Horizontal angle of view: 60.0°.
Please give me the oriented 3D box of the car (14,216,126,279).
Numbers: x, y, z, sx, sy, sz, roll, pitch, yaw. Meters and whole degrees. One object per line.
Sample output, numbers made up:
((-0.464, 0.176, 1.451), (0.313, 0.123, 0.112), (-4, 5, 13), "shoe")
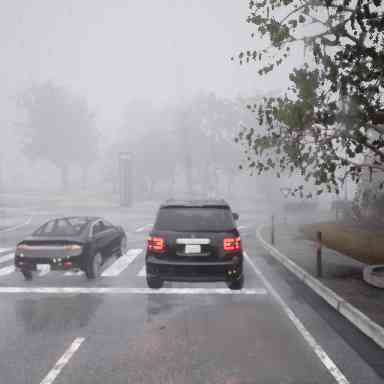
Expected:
((-3.286, 1.465, 9.921), (2.128, 1.511, 4.902), (0, 0, 1), "car")

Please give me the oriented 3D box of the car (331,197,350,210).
((17.577, 1.286, 38.848), (1.882, 1.535, 5.008), (2, 2, 32), "car")

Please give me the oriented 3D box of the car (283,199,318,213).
((12.071, 1.478, 36.708), (4.718, 1.301, 1.895), (-2, 3, -45), "car")

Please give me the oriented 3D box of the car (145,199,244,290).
((0.147, 1.198, 9.232), (2.150, 2.045, 5.566), (0, 0, 3), "car")
